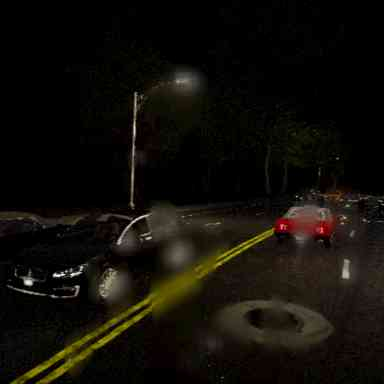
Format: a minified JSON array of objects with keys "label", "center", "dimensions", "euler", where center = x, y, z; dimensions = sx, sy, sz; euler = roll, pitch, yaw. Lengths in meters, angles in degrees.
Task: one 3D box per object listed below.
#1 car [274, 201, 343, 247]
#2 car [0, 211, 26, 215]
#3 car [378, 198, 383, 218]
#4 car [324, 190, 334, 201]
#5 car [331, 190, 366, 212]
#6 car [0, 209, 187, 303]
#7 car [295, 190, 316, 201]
[{"label":"car","center":[4.777,1.259,13.397],"dimensions":[1.895,1.301,4.718],"euler":[2,2,27]},{"label":"car","center":[-5.053,1.201,8.279],"dimensions":[1.895,1.301,4.718],"euler":[2,2,24]},{"label":"car","center":[14.342,1.022,23.543],"dimensions":[2.128,1.511,4.902],"euler":[2,2,32]},{"label":"car","center":[18.198,0.535,42.372],"dimensions":[1.882,1.535,5.008],"euler":[2,2,32]},{"label":"car","center":[13.834,0.856,28.852],"dimensions":[2.128,1.511,4.902],"euler":[2,2,32]},{"label":"car","center":[-1.721,1.201,7.713],"dimensions":[1.837,1.490,4.892],"euler":[2,2,24]},{"label":"car","center":[14.785,0.477,43.044],"dimensions":[1.837,1.490,4.892],"euler":[2,2,32]}]
